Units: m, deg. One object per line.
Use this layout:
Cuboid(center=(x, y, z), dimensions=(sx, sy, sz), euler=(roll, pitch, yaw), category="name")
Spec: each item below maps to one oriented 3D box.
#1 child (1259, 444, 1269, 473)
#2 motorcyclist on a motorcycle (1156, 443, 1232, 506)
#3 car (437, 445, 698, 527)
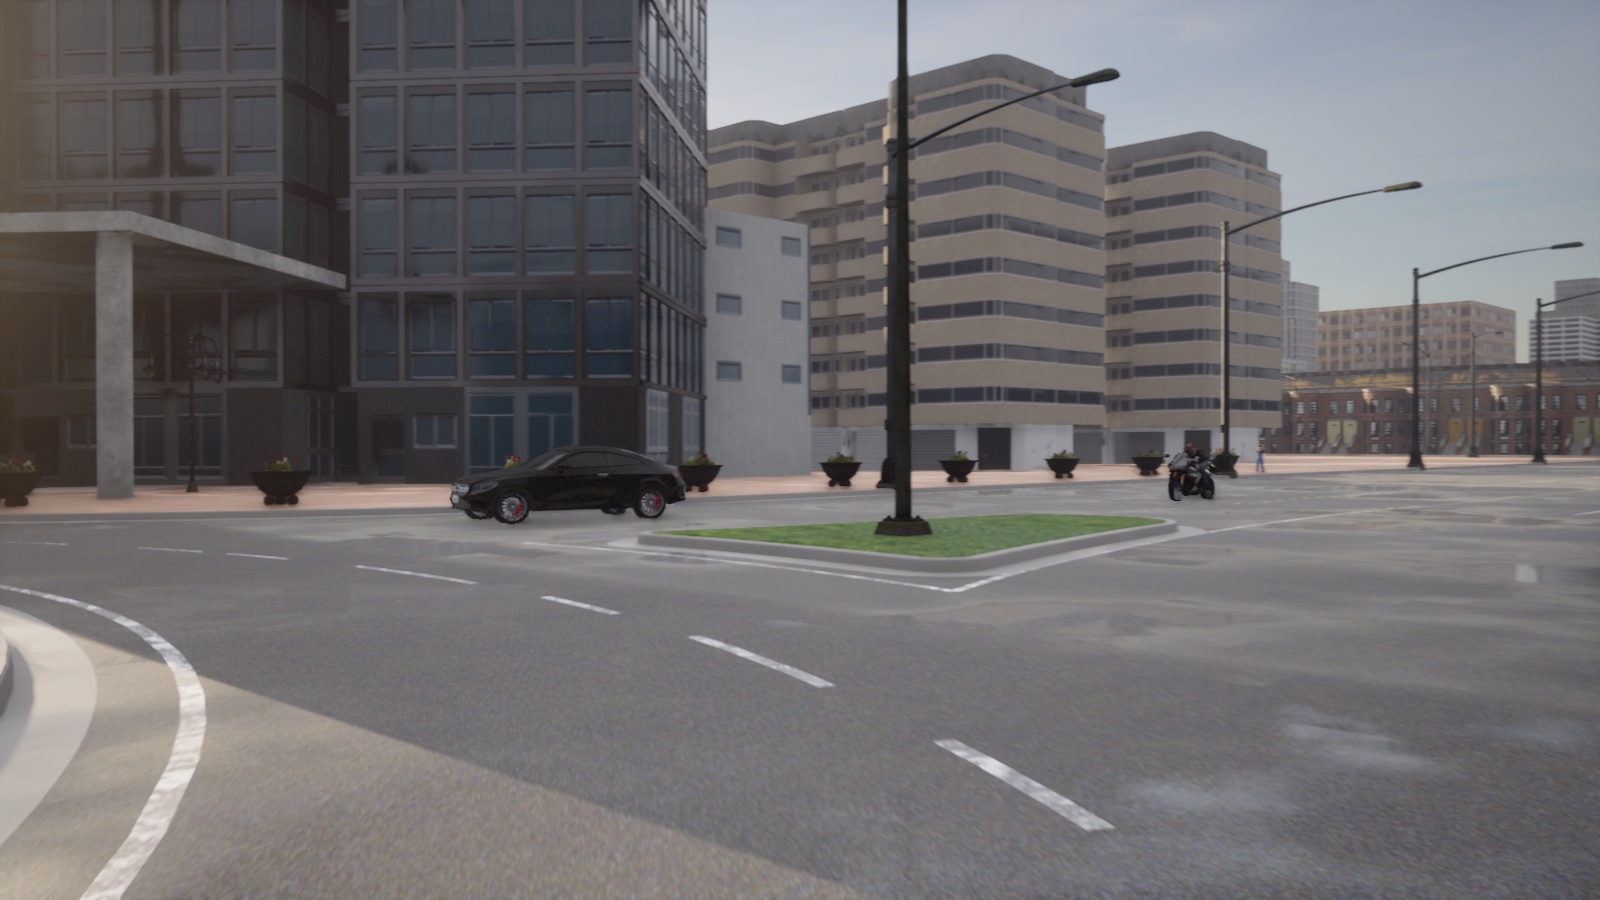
Cuboid(center=(19.931, 0.362, 53.949), dimensions=(0.270, 1.263, 0.437), euler=(0, 0, 36), category="child")
Cuboid(center=(9.991, 0.594, 31.799), dimensions=(2.191, 1.530, 0.866), euler=(0, 0, -43), category="motorcyclist on a motorcycle")
Cuboid(center=(-4.492, 0.638, 24.564), dimensions=(4.674, 1.442, 1.812), euler=(0, 0, -33), category="car")
